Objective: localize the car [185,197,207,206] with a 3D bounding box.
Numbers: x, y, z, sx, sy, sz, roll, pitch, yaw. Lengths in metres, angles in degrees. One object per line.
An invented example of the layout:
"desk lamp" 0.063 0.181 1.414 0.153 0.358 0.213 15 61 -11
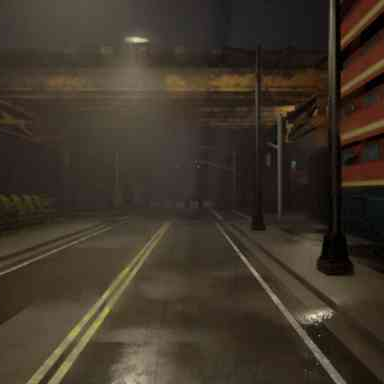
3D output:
"car" 0.503 1.377 50.673 1.853 1.218 4.536 0 0 -20

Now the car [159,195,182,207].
"car" -3.639 1.535 50.932 2.038 1.542 4.974 0 0 25

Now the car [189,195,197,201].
"car" 0.155 1.420 77.273 1.853 1.218 4.536 0 0 0

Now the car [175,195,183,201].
"car" -3.275 1.591 85.743 2.038 1.542 4.974 0 0 0

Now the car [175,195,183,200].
"car" -3.276 1.434 85.795 1.853 1.218 4.536 0 0 0

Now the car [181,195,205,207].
"car" 0.521 1.535 50.624 2.038 1.542 4.974 0 0 -20

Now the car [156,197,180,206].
"car" -3.617 1.378 50.979 1.853 1.218 4.536 0 0 25

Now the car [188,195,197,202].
"car" 0.155 1.577 77.220 2.038 1.542 4.974 0 0 0
